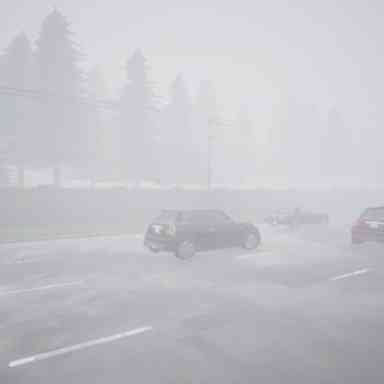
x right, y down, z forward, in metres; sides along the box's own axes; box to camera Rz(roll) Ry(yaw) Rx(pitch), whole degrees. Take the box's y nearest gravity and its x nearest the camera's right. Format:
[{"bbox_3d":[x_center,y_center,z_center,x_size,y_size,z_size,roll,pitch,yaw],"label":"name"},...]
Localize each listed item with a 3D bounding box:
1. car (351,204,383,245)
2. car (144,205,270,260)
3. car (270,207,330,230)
[{"bbox_3d":[8.943,1.373,14.417,4.553,1.767,2.097,0,0,-35],"label":"car"},{"bbox_3d":[0.532,1.363,12.721,4.553,1.767,2.097,0,0,-35],"label":"car"},{"bbox_3d":[6.842,1.626,21.517,4.718,1.301,1.895,0,0,-35],"label":"car"}]
